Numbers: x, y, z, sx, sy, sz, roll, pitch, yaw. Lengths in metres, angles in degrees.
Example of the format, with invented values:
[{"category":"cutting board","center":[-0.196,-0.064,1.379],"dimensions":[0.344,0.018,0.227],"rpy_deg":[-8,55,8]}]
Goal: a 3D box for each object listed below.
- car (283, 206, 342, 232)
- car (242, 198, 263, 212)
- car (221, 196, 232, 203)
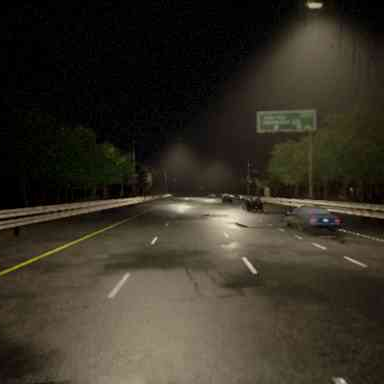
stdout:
[{"category":"car","center":[7.022,1.540,19.948],"dimensions":[2.033,1.411,5.357],"rpy_deg":[0,0,0]},{"category":"car","center":[7.069,1.468,38.973],"dimensions":[2.128,1.511,4.902],"rpy_deg":[0,0,0]},{"category":"car","center":[7.144,1.515,68.478],"dimensions":[1.994,1.385,4.181],"rpy_deg":[0,0,0]}]
